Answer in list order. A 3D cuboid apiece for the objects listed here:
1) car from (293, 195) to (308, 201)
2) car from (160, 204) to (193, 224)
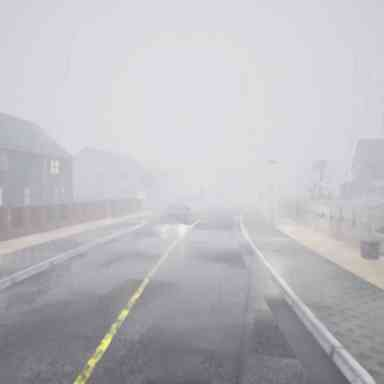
[{"bbox_3d":[19.492,1.311,57.638,4.553,1.767,2.097,-1,1,16],"label":"car"},{"bbox_3d":[-1.070,1.615,25.071,1.994,1.385,4.181,0,0,8],"label":"car"}]
